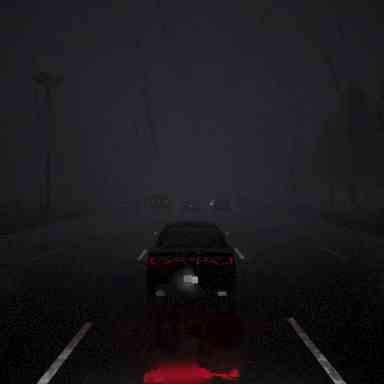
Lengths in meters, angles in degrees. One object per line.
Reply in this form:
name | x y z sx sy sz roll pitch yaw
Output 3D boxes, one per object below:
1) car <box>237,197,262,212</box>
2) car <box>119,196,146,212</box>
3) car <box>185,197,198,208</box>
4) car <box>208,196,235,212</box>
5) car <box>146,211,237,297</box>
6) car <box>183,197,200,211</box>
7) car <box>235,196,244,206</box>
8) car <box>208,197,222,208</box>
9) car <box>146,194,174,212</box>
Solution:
car | 6.924 1.564 39.257 1.994 1.385 4.181 0 0 0
car | -7.077 1.547 38.626 2.033 1.411 5.357 0 0 0
car | -0.095 1.505 49.458 1.837 1.490 4.892 0 0 0
car | 3.426 1.491 39.079 2.128 1.511 4.902 0 0 0
car | -0.016 1.478 8.636 1.882 1.535 5.008 0 0 0
car | -0.073 1.564 39.453 1.994 1.385 4.181 0 0 0
car | 6.903 1.352 49.233 2.097 1.767 4.553 0 0 0
car | 3.404 1.526 49.294 1.812 1.442 4.674 0 0 0
car | -3.577 1.221 38.695 2.150 2.045 5.566 0 0 0
